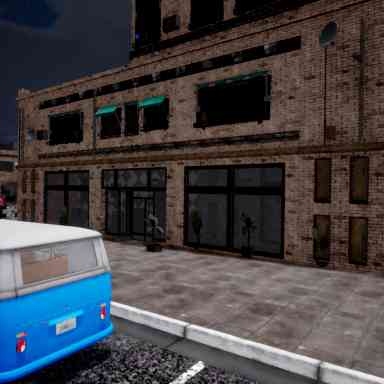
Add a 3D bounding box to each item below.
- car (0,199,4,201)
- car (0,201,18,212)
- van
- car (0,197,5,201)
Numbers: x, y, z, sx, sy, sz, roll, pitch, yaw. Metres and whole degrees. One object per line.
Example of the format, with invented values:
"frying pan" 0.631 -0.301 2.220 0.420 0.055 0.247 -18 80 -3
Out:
"car" -21.779 1.684 33.341 1.994 1.385 4.181 1 0 36
"car" -16.117 1.793 31.264 1.947 1.339 4.313 0 0 36
"van" -2.989 1.340 4.993 3.998 1.788 1.690 0 1 36
"car" -22.870 1.411 36.222 2.192 1.841 5.009 0 0 36
